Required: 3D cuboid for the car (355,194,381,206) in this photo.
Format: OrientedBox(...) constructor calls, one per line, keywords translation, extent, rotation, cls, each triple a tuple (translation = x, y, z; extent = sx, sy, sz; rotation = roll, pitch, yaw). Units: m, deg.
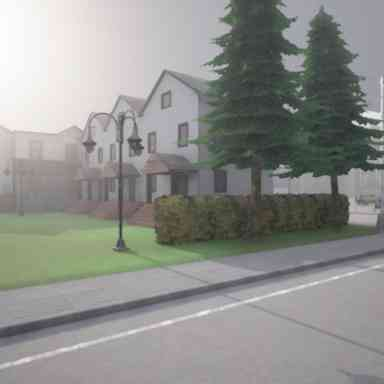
OrientedBox(translation=(26.478, 1.102, 48.760), extent=(1.932, 1.855, 4.605), rotation=(0, 0, -36), cls="car")
